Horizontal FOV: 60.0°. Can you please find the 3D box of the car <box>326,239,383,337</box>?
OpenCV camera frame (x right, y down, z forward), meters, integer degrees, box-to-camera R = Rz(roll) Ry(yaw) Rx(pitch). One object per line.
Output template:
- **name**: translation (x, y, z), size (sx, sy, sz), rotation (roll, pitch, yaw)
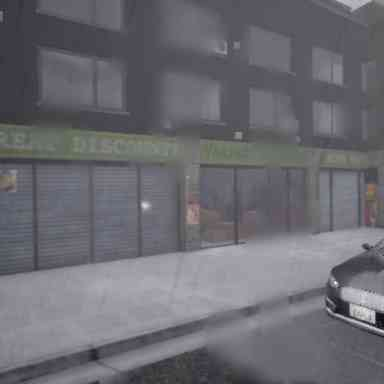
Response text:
- **car**: translation (4.391, 1.336, 5.813), size (4.902, 1.511, 2.128), rotation (-1, 1, -32)
